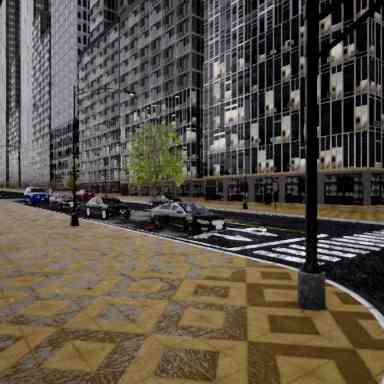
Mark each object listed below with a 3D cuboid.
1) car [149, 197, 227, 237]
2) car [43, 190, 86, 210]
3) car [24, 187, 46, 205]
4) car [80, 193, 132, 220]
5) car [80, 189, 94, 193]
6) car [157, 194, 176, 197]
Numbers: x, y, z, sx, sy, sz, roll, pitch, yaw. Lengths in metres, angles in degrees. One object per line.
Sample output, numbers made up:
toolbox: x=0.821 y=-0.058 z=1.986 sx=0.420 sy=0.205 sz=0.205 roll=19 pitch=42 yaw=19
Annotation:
car: x=-0.301 y=1.257 z=16.751 sx=2.128 sy=1.511 sz=4.902 roll=0 pitch=1 yaw=-38
car: x=-12.378 y=0.899 z=32.143 sx=2.128 sy=1.511 sz=4.902 roll=0 pitch=1 yaw=-38
car: x=-18.895 y=0.433 z=40.549 sx=2.150 sy=2.045 sz=5.566 roll=0 pitch=1 yaw=-38
car: x=-6.143 y=1.097 z=24.184 sx=1.837 sy=1.490 sz=4.892 roll=0 pitch=1 yaw=-38
car: x=-17.769 y=0.352 z=55.185 sx=2.097 sy=1.767 sz=4.553 roll=0 pitch=1 yaw=-39
car: x=-2.923 y=0.970 z=36.191 sx=1.812 sy=1.442 sz=4.674 roll=0 pitch=1 yaw=-38
